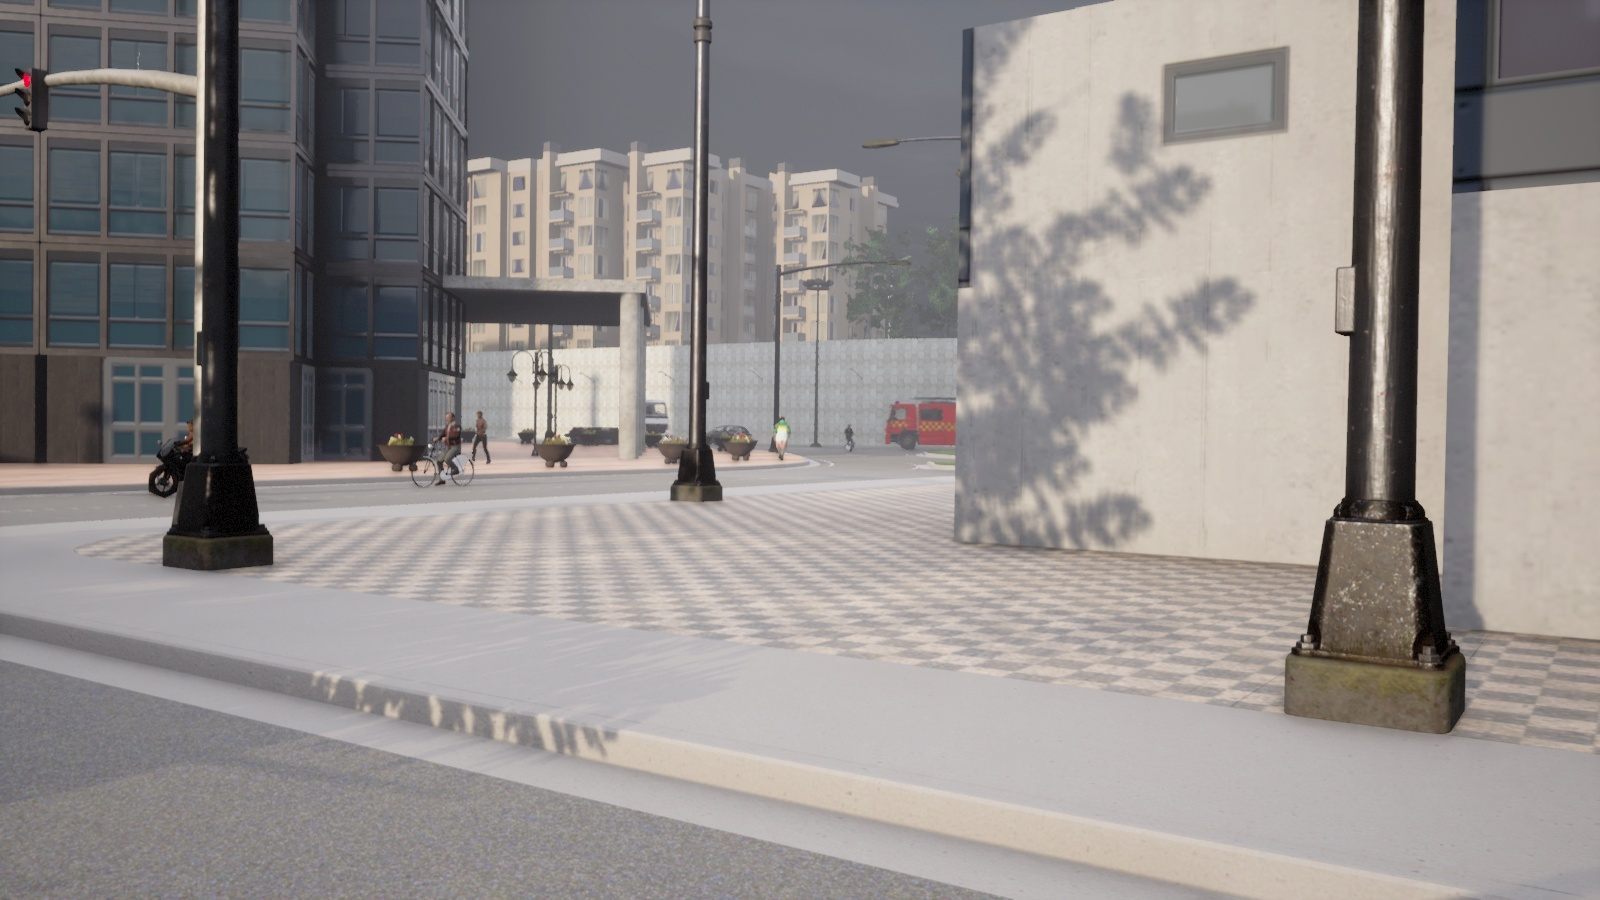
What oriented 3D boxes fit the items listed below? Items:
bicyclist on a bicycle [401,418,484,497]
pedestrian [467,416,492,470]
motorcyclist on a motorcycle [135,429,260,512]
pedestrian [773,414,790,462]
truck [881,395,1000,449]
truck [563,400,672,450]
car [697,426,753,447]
[{"bbox_3d":[-8.301,0.157,29.225,0.659,1.776,1.843,0,1,34],"label":"bicyclist on a bicycle"},{"bbox_3d":[-10.870,-0.249,42.575,0.328,1.805,0.869,0,1,26],"label":"pedestrian"},{"bbox_3d":[-11.628,0.368,24.316,0.797,1.523,2.044,0,1,34],"label":"motorcyclist on a motorcycle"},{"bbox_3d":[-0.762,-0.485,51.496,0.659,1.952,0.873,0,1,-1],"label":"pedestrian"},{"bbox_3d":[10.117,-2.048,91.224,8.468,3.827,2.891,0,1,5],"label":"truck"},{"bbox_3d":[-13.082,-1.754,89.700,7.936,3.462,2.891,1,1,36],"label":"truck"},{"bbox_3d":[-5.866,-1.044,97.780,3.988,1.617,1.851,0,1,31],"label":"car"}]
